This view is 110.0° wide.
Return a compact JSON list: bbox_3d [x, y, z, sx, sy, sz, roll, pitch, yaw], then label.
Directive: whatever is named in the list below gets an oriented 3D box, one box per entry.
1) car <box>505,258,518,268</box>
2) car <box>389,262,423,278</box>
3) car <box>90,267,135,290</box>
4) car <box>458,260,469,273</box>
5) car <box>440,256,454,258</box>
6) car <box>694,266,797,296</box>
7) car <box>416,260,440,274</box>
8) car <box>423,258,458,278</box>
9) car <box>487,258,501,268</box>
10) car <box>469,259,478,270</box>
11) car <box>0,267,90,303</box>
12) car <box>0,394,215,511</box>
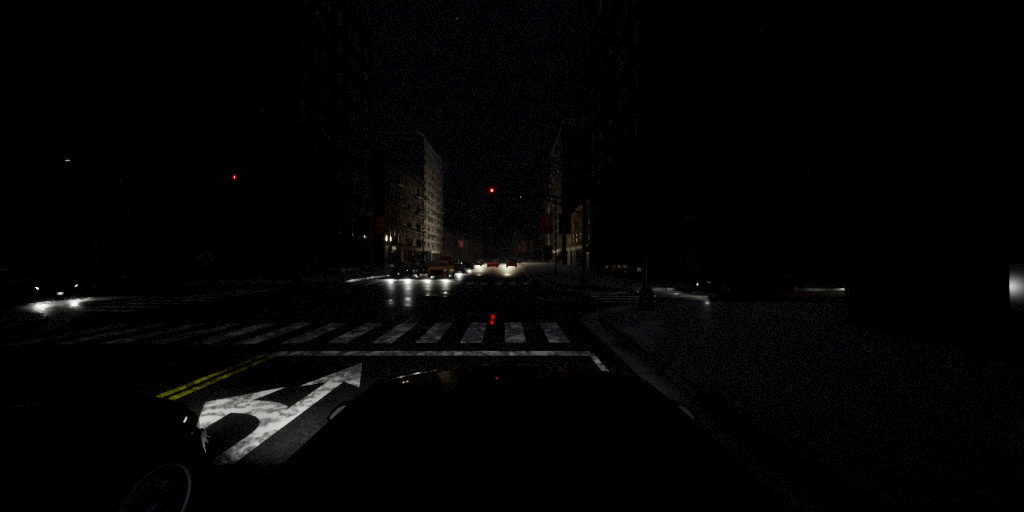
[{"bbox_3d":[-0.093,1.245,62.235,1.837,1.490,4.892,0,0,0],"label":"car"},{"bbox_3d":[-9.897,1.274,33.546,1.812,1.442,4.674,0,0,0],"label":"car"},{"bbox_3d":[-25.404,1.330,21.630,4.313,1.339,1.948,0,0,0],"label":"car"},{"bbox_3d":[-6.663,1.310,42.910,1.994,1.385,4.181,0,0,0],"label":"car"},{"bbox_3d":[-9.922,0.963,54.039,2.150,2.045,5.566,0,0,0],"label":"car"},{"bbox_3d":[12.430,1.294,19.298,4.892,1.490,1.837,0,0,1],"label":"car"},{"bbox_3d":[-9.908,1.272,42.561,1.812,1.442,4.674,0,0,0],"label":"car"},{"bbox_3d":[-6.647,1.226,33.921,1.882,1.535,5.008,0,0,0],"label":"car"},{"bbox_3d":[-3.344,1.341,62.677,1.895,1.301,4.718,0,0,0],"label":"car"},{"bbox_3d":[-6.667,1.306,52.811,1.994,1.385,4.181,0,0,0],"label":"car"},{"bbox_3d":[-22.964,1.290,16.136,5.357,1.411,2.033,0,0,0],"label":"car"},{"bbox_3d":[-3.243,1.276,0.818,1.812,1.442,4.674,0,0,0],"label":"car"}]
